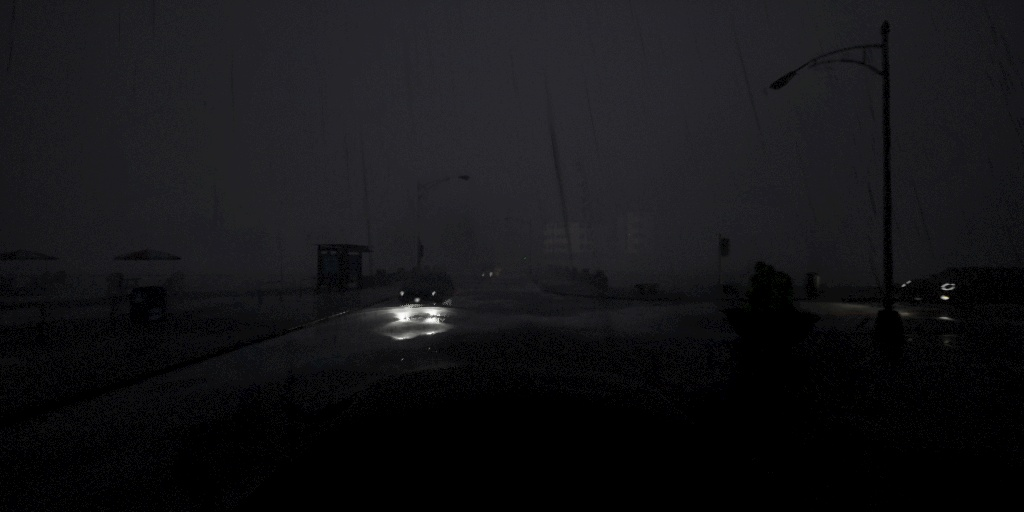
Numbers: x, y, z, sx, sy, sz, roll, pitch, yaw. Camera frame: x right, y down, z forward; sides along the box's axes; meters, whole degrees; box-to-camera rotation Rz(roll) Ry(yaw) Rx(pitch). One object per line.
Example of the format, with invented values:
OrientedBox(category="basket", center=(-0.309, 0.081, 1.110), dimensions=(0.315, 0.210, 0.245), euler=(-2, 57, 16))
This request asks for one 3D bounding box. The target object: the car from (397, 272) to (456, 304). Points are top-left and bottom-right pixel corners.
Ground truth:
OrientedBox(category="car", center=(-4.007, 1.512, 17.812), dimensions=(2.033, 1.411, 5.357), euler=(0, -1, 0))

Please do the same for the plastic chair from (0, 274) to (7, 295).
OrientedBox(category="plastic chair", center=(-27.899, 1.482, 19.080), dimensions=(0.750, 1.272, 0.730), euler=(0, 0, 0))

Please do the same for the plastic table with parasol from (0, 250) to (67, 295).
OrientedBox(category="plastic table with parasol", center=(-27.799, 0.892, 20.330), dimensions=(2.482, 2.480, 2.482), euler=(0, 0, 0))

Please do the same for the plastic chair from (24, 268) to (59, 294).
OrientedBox(category="plastic chair", center=(-26.599, 1.496, 20.279), dimensions=(0.730, 1.272, 0.750), euler=(0, 0, 0))

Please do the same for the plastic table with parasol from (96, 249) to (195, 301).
OrientedBox(category="plastic table with parasol", center=(-19.169, 0.876, 18.918), dimensions=(2.482, 2.480, 2.482), euler=(0, 0, 0))

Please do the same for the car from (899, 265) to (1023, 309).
OrientedBox(category="car", center=(19.702, 1.262, 15.437), dimensions=(4.553, 1.767, 2.097), euler=(0, -1, 0))

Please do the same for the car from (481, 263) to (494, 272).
OrientedBox(category="car", center=(-3.998, 1.835, 59.351), dimensions=(2.033, 1.411, 5.357), euler=(0, -1, 0))

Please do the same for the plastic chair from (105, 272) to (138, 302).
OrientedBox(category="plastic chair", center=(-19.199, 1.464, 17.578), dimensions=(0.750, 1.272, 0.730), euler=(0, 0, 0))

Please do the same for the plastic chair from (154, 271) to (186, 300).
OrientedBox(category="plastic chair", center=(-17.899, 1.478, 18.778), dimensions=(0.730, 1.272, 0.750), euler=(0, 0, 0))
